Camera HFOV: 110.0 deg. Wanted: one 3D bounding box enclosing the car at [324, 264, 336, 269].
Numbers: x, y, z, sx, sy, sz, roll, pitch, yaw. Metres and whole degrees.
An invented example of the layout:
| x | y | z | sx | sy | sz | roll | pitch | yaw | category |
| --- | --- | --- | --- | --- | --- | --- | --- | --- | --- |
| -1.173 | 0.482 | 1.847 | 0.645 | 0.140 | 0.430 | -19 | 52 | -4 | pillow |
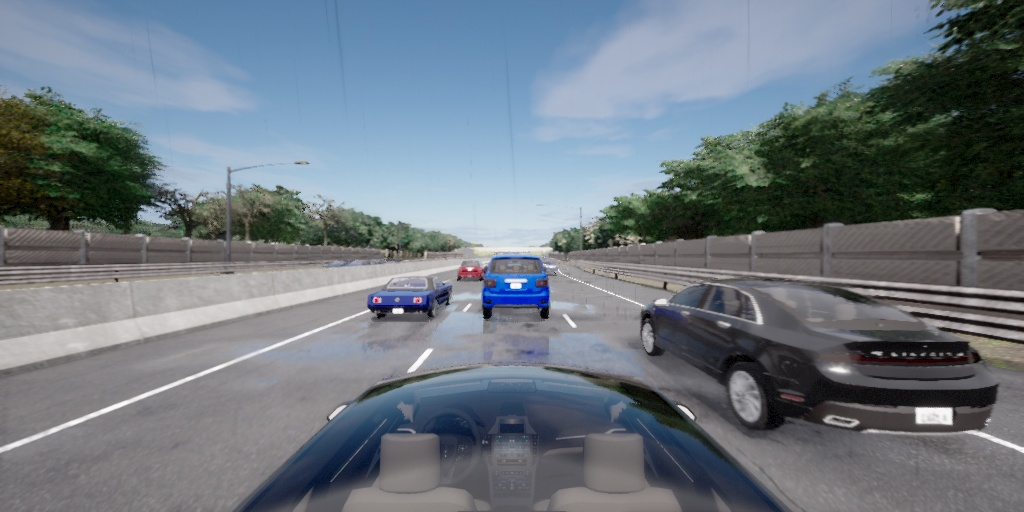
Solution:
| x | y | z | sx | sy | sz | roll | pitch | yaw | category |
| --- | --- | --- | --- | --- | --- | --- | --- | --- | --- |
| -20.882 | 1.283 | 43.943 | 2.033 | 1.411 | 5.357 | 0 | 0 | 1 | car |

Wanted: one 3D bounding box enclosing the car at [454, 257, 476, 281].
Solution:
| x | y | z | sx | sy | sz | roll | pitch | yaw | category |
| --- | --- | --- | --- | --- | --- | --- | --- | --- | --- |
| -3.296 | 1.092 | 30.390 | 2.097 | 1.767 | 4.553 | 0 | 0 | 0 | car |

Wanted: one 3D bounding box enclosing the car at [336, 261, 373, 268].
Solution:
| x | y | z | sx | sy | sz | roll | pitch | yaw | category |
| --- | --- | --- | --- | --- | --- | --- | --- | --- | --- |
| -17.414 | 1.284 | 40.796 | 2.033 | 1.411 | 5.357 | 0 | 0 | 1 | car |

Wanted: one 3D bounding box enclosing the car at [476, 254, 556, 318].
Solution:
| x | y | z | sx | sy | sz | roll | pitch | yaw | category |
| --- | --- | --- | --- | --- | --- | --- | --- | --- | --- |
| 0.122 | 0.967 | 13.179 | 2.150 | 2.045 | 5.566 | 0 | 0 | 0 | car |

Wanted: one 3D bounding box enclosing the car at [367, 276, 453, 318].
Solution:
| x | y | z | sx | sy | sz | roll | pitch | yaw | category |
| --- | --- | --- | --- | --- | --- | --- | --- | --- | --- |
| -3.379 | 1.346 | 12.885 | 1.895 | 1.301 | 4.718 | 0 | 0 | 0 | car |

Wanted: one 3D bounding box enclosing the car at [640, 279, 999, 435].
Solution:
| x | y | z | sx | sy | sz | roll | pitch | yaw | category |
| --- | --- | --- | --- | --- | --- | --- | --- | --- | --- |
| 3.503 | 1.078 | 5.398 | 1.837 | 1.490 | 4.892 | 0 | 0 | 0 | car |

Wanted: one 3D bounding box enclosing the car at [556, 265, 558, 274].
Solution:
| x | y | z | sx | sy | sz | roll | pitch | yaw | category |
| --- | --- | --- | --- | --- | --- | --- | --- | --- | --- |
| 3.657 | 1.165 | 38.156 | 1.895 | 1.301 | 4.718 | 0 | 0 | 0 | car |

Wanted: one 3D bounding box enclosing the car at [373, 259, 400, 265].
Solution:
| x | y | z | sx | sy | sz | roll | pitch | yaw | category |
| --- | --- | --- | --- | --- | --- | --- | --- | --- | --- |
| -13.904 | 1.301 | 41.188 | 1.994 | 1.385 | 4.181 | 0 | 0 | 1 | car |
